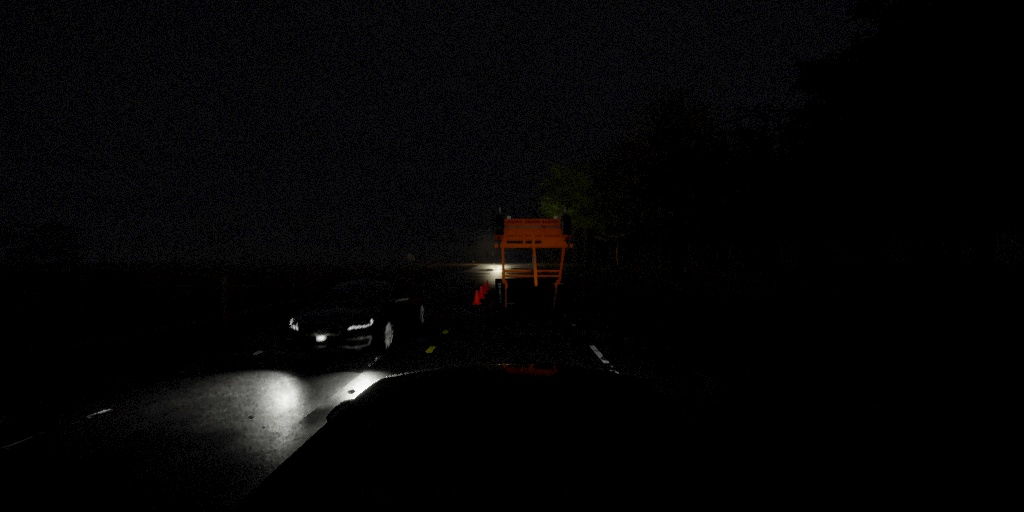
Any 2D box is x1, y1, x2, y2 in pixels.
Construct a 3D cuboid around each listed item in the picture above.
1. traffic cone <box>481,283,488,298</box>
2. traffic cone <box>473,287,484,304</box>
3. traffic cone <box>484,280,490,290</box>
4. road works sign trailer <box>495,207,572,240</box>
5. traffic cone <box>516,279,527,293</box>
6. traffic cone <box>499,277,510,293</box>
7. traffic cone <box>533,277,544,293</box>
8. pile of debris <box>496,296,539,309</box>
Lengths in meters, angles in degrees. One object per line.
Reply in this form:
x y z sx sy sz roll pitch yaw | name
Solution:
-1.449 1.692 16.895 0.340 0.580 0.340 0 0 0 | traffic cone
-1.453 1.694 14.895 0.340 0.580 0.340 0 0 0 | traffic cone
-1.445 1.690 18.895 0.340 0.580 0.340 0 0 0 | traffic cone
0.635 -2.366 10.103 2.380 3.560 2.880 0 0 0 | road works sign trailer
0.558 1.688 20.890 0.340 0.580 0.340 0 0 0 | traffic cone
-0.441 1.688 20.893 0.340 0.580 0.340 0 0 0 | traffic cone
1.557 1.688 20.888 0.340 0.580 0.340 0 0 0 | traffic cone
0.031 1.904 14.898 1.860 0.140 1.500 0 0 0 | pile of debris
